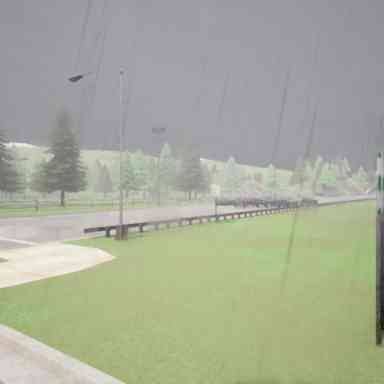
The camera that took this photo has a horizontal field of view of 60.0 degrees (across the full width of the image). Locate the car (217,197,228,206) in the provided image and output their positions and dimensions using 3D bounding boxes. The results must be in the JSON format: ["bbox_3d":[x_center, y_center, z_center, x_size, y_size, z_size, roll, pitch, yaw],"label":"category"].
[{"bbox_3d":[5.338,1.546,52.767,1.994,1.385,4.181,0,0,35],"label":"car"}]

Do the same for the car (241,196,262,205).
[{"bbox_3d":[11.002,1.460,60.965,1.882,1.535,5.008,0,0,35],"label":"car"}]

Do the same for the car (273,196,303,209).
[{"bbox_3d":[13.265,1.494,45.806,1.837,1.490,4.892,0,0,35],"label":"car"}]

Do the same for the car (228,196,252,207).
[{"bbox_3d":[8.035,1.476,50.530,2.128,1.511,4.902,0,0,35],"label":"car"}]

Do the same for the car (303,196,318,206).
[{"bbox_3d":[19.129,1.494,54.266,1.837,1.490,4.892,0,0,35],"label":"car"}]

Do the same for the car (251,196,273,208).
[{"bbox_3d":[10.904,1.492,48.524,1.837,1.490,4.892,0,0,35],"label":"car"}]

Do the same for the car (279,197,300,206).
[{"bbox_3d":[16.754,1.588,56.976,1.895,1.301,4.718,0,0,35],"label":"car"}]

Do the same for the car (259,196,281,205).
[{"bbox_3d":[13.869,1.476,58.958,2.128,1.511,4.902,0,0,35],"label":"car"}]
